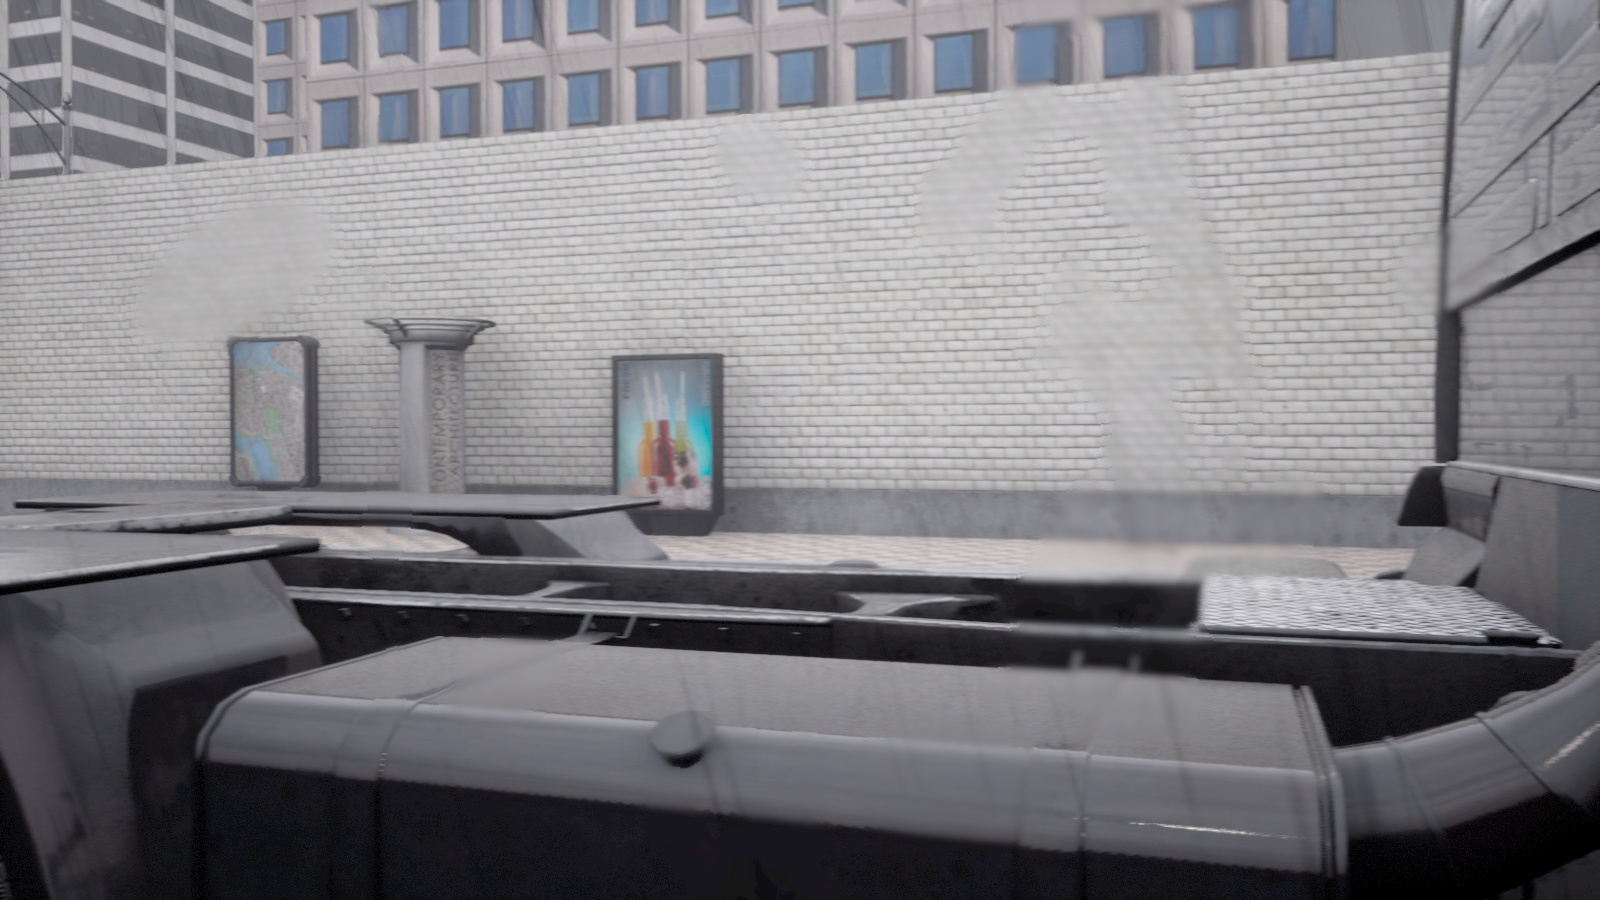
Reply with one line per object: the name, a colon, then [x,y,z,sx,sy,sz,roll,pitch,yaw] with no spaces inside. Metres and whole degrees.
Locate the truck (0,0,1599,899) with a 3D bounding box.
truck: [-0.152,-0.208,3.229,7.936,3.462,2.891,1,1,19]
